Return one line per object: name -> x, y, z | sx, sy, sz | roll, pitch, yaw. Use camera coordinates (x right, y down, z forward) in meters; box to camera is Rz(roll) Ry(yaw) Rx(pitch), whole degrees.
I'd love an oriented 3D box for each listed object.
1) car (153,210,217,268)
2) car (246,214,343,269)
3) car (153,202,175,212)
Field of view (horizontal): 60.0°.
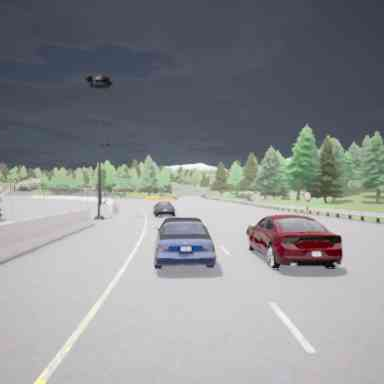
car -> -0.320, 1.565, 11.361 | 2.033, 1.411, 5.357 | 0, 0, -4
car -> 3.157, 1.488, 11.254 | 1.882, 1.535, 5.008 | 0, 0, -3
car -> -2.780, 1.617, 32.612 | 1.994, 1.385, 4.181 | 0, 0, -9
